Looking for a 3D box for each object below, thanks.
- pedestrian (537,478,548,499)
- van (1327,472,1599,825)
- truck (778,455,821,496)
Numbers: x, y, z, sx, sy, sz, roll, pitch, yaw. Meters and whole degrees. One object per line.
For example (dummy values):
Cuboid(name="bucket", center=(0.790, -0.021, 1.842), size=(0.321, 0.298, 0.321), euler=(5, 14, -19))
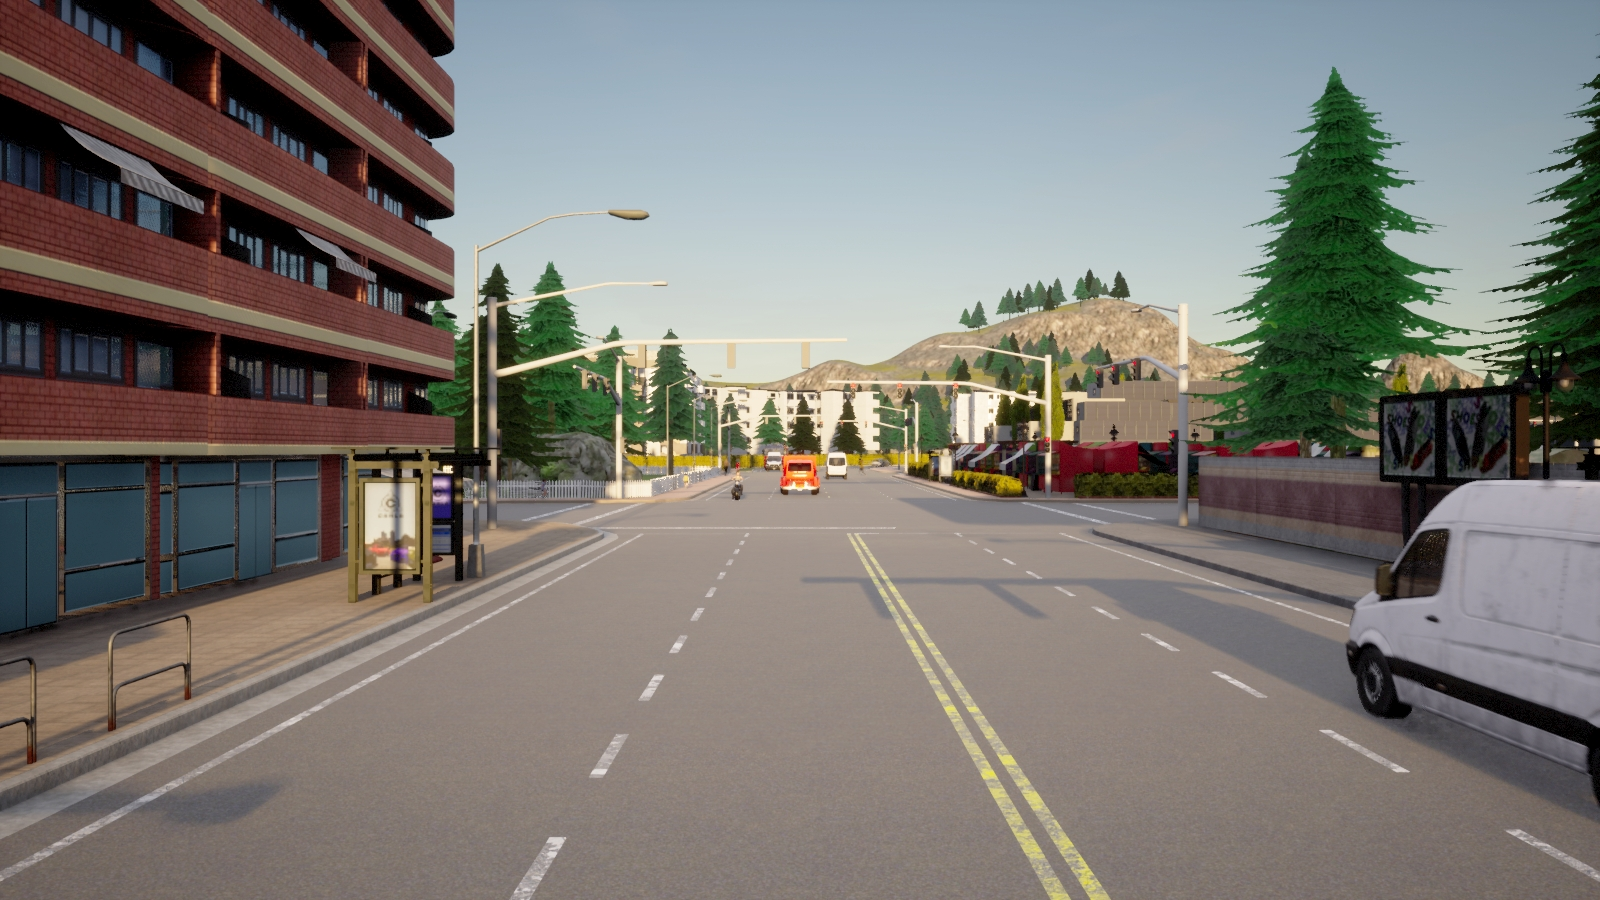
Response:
Cuboid(name="pedestrian", center=(-13.559, 2.024, 60.226), size=(0.500, 1.100, 0.500), euler=(0, 0, -6))
Cuboid(name="van", center=(6.999, 1.535, 10.078), size=(1.988, 2.561, 5.915), euler=(0, 0, 0))
Cuboid(name="truck", center=(-0.006, 1.572, 72.542), size=(2.627, 2.467, 5.204), euler=(0, 0, 0))
